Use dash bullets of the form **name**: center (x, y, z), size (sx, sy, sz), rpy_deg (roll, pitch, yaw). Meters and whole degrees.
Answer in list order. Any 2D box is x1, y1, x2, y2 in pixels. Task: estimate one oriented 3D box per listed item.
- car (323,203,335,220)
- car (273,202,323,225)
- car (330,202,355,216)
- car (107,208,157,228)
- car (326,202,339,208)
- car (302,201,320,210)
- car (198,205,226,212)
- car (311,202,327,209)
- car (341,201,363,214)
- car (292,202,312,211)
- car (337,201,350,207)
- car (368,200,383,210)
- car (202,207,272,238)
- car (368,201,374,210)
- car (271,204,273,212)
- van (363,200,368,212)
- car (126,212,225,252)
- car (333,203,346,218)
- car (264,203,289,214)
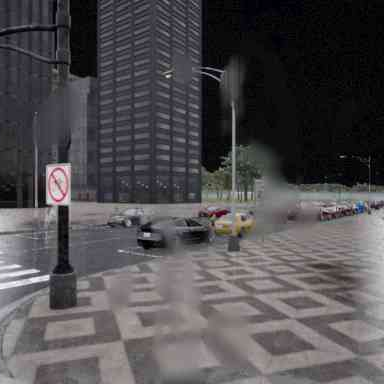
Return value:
- **car**: center (12.519, 2.114, 33.274), size (1.887, 1.381, 4.507), rpy_deg (-1, -2, 35)
- **car**: center (9.242, 1.791, 28.685), size (2.192, 1.841, 5.009), rpy_deg (-1, -2, 35)
- **car**: center (19.072, 2.304, 42.465), size (1.887, 1.381, 4.507), rpy_deg (-1, -2, 35)
- **car**: center (-4.245, 1.842, 24.443), size (2.008, 1.369, 4.403), rpy_deg (-1, -1, 35)
- **car**: center (31.794, 2.891, 74.989), size (1.802, 1.307, 4.206), rpy_deg (-1, -2, 35)
- **car**: center (21.963, 2.476, 61.206), size (1.967, 1.590, 4.097), rpy_deg (-1, -2, 35)
- **car**: center (2.307, 2.016, 33.634), size (1.887, 1.381, 4.507), rpy_deg (-1, -2, 35)
- **car**: center (25.240, 2.673, 65.799), size (1.887, 1.381, 4.507), rpy_deg (-1, -2, 35)
- **car**: center (22.349, 2.294, 47.063), size (1.967, 1.590, 4.097), rpy_deg (-1, -2, 35)
- **car**: center (18.687, 2.494, 56.609), size (2.008, 1.369, 4.403), rpy_deg (-1, -2, 35)
- **car**: center (38.346, 3.037, 84.179), size (2.008, 1.369, 4.403), rpy_deg (-1, -1, 35)
- **car**: center (35.455, 2.539, 65.447), size (2.192, 1.841, 5.009), rpy_deg (-1, -2, 35)
- **car**: center (2.789, 1.824, 19.627), size (1.752, 1.417, 4.829), rpy_deg (-1, -2, 35)
- **car**: center (28.903, 2.592, 56.251), size (2.008, 1.369, 4.403), rpy_deg (-1, -2, 35)
- **car**: center (8.858, 2.210, 42.824), size (2.008, 1.369, 4.403), rpy_deg (-1, -2, 35)
- **van**: center (25.625, 2.289, 51.660), size (1.690, 1.788, 3.998), rpy_deg (-1, -2, 35)
- **car**: center (-0.585, 1.775, 14.893), size (1.947, 1.339, 4.313), rpy_deg (-1, -2, 35)
- **car**: center (15.800, 2.246, 37.874), size (1.802, 1.307, 4.206), rpy_deg (-1, -2, 36)
- **car**: center (12.134, 2.305, 47.418), size (2.008, 1.369, 4.403), rpy_deg (-1, -2, 35)
